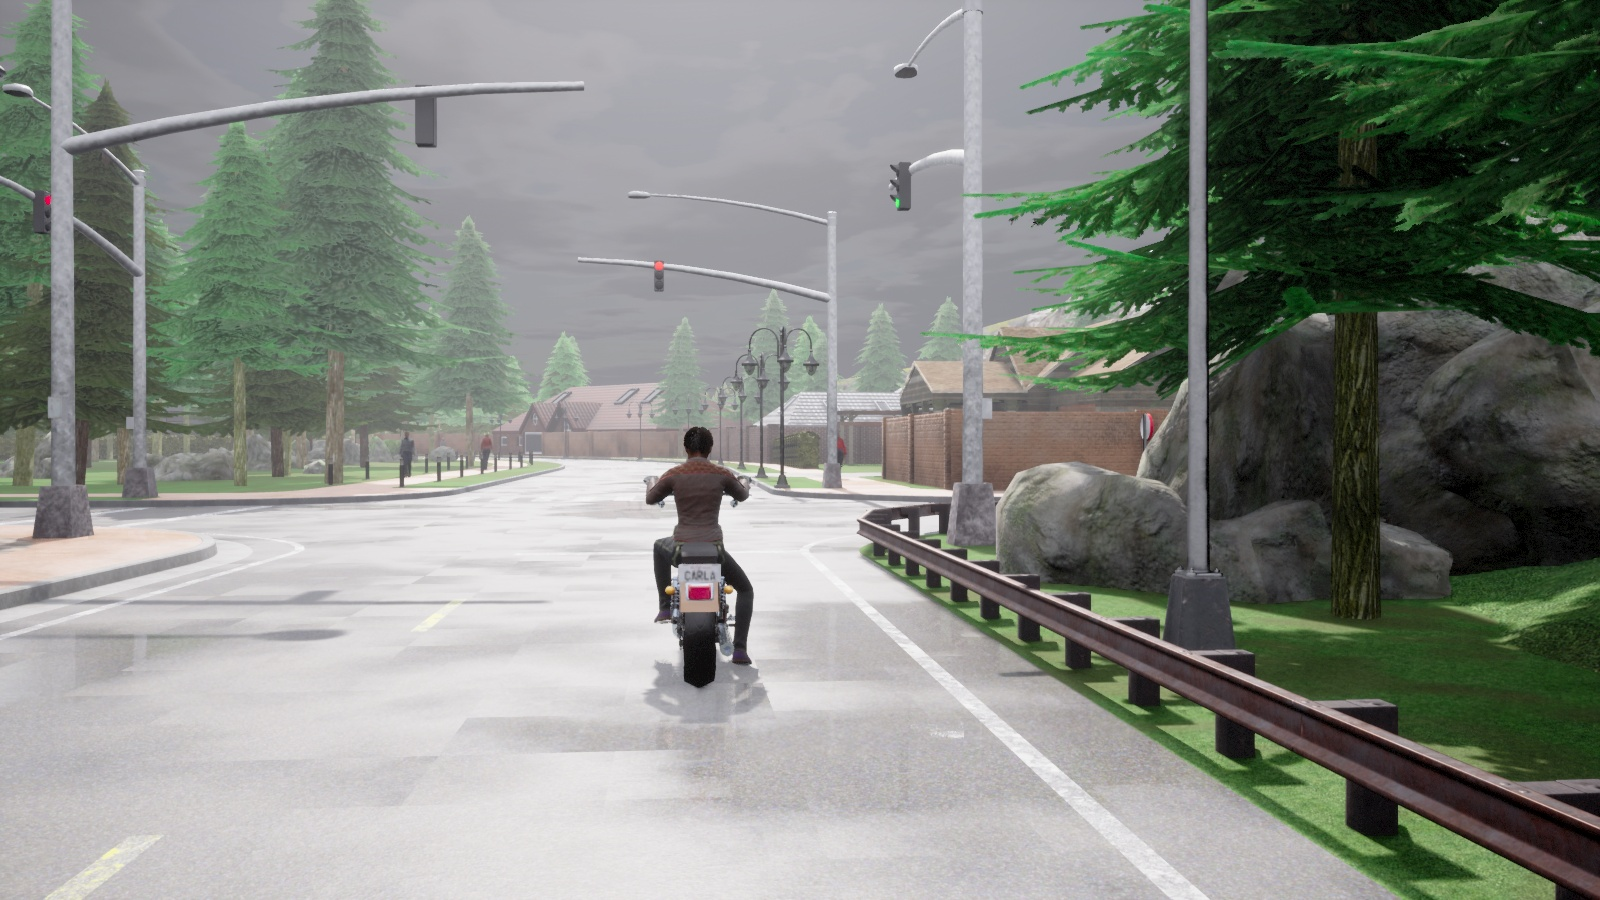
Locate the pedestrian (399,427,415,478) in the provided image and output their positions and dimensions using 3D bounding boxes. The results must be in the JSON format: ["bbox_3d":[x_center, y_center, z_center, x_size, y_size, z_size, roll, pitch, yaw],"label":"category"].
[{"bbox_3d":[-15.065,0.088,48.184,0.423,1.949,0.788,0,0,-6],"label":"pedestrian"}]

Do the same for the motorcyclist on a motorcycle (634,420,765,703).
[{"bbox_3d":[-0.693,0.648,8.534,0.766,1.649,2.350,0,0,-5],"label":"motorcyclist on a motorcycle"}]

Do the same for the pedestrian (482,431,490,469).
[{"bbox_3d":[-15.297,0.014,61.199,0.331,1.846,0.636,0,0,-9],"label":"pedestrian"}]

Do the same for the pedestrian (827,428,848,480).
[{"bbox_3d":[1.338,0.129,45.091,0.634,1.844,0.899,0,0,-5],"label":"pedestrian"}]
